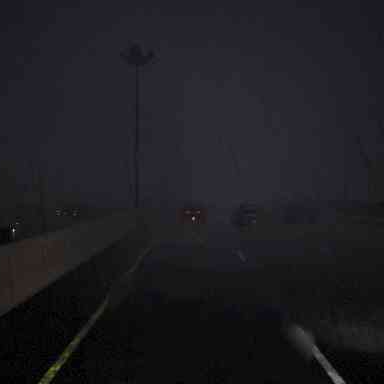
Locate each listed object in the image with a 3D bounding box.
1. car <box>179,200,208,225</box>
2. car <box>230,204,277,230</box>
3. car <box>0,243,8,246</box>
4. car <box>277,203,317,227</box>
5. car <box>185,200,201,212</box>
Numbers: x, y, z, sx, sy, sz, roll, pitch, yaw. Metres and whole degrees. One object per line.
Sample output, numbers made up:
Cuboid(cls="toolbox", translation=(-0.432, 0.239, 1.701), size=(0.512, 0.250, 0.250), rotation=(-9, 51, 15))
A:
Cuboid(cls="car", translation=(0.100, 1.559, 24.843), size=(1.837, 1.490, 4.892), rotation=(0, -1, 0))
Cuboid(cls="car", translation=(3.600, 1.539, 21.301), size=(2.128, 1.511, 4.902), rotation=(0, 0, 0))
Cuboid(cls="car", translation=(-7.101, 1.499, 9.285), size=(1.882, 1.535, 5.008), rotation=(0, 0, 0))
Cuboid(cls="car", translation=(7.100, 1.544, 23.326), size=(2.128, 1.511, 4.902), rotation=(0, 0, 0))
Cuboid(cls="car", translation=(0.101, 1.694, 41.550), size=(1.895, 1.301, 4.718), rotation=(0, 0, 0))
